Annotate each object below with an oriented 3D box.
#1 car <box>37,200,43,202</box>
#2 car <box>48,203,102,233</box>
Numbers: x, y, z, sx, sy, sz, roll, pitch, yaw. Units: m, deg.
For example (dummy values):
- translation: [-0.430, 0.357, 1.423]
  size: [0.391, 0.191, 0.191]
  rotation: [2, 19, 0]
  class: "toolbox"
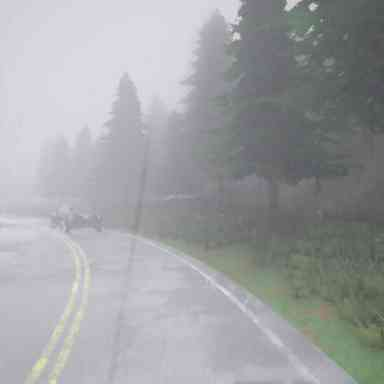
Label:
- translation: [-30.495, 2.354, 66.411]
  size: [1.812, 1.442, 4.674]
  rotation: [-3, -6, 18]
  class: "car"
- translation: [-7.152, 1.417, 20.179]
  size: [2.097, 1.767, 4.553]
  rotation: [2, -1, -36]
  class: "car"
